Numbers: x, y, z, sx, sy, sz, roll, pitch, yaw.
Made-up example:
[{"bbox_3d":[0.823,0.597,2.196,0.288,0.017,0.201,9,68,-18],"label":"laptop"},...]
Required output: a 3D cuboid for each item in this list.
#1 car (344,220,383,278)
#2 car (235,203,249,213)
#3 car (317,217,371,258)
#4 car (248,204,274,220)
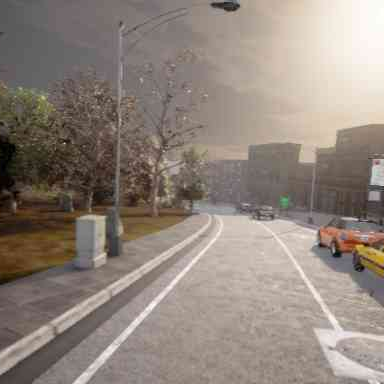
[{"bbox_3d":[6.196,1.927,9.631,1.801,1.575,5.366,3,-1,10],"label":"car"},{"bbox_3d":[7.903,2.469,51.030,1.837,1.490,4.892,2,-1,-6],"label":"car"},{"bbox_3d":[7.245,1.938,15.370,2.097,1.767,4.553,3,0,10],"label":"car"},{"bbox_3d":[8.272,2.349,38.762,2.128,1.511,4.902,3,-1,0],"label":"car"}]
